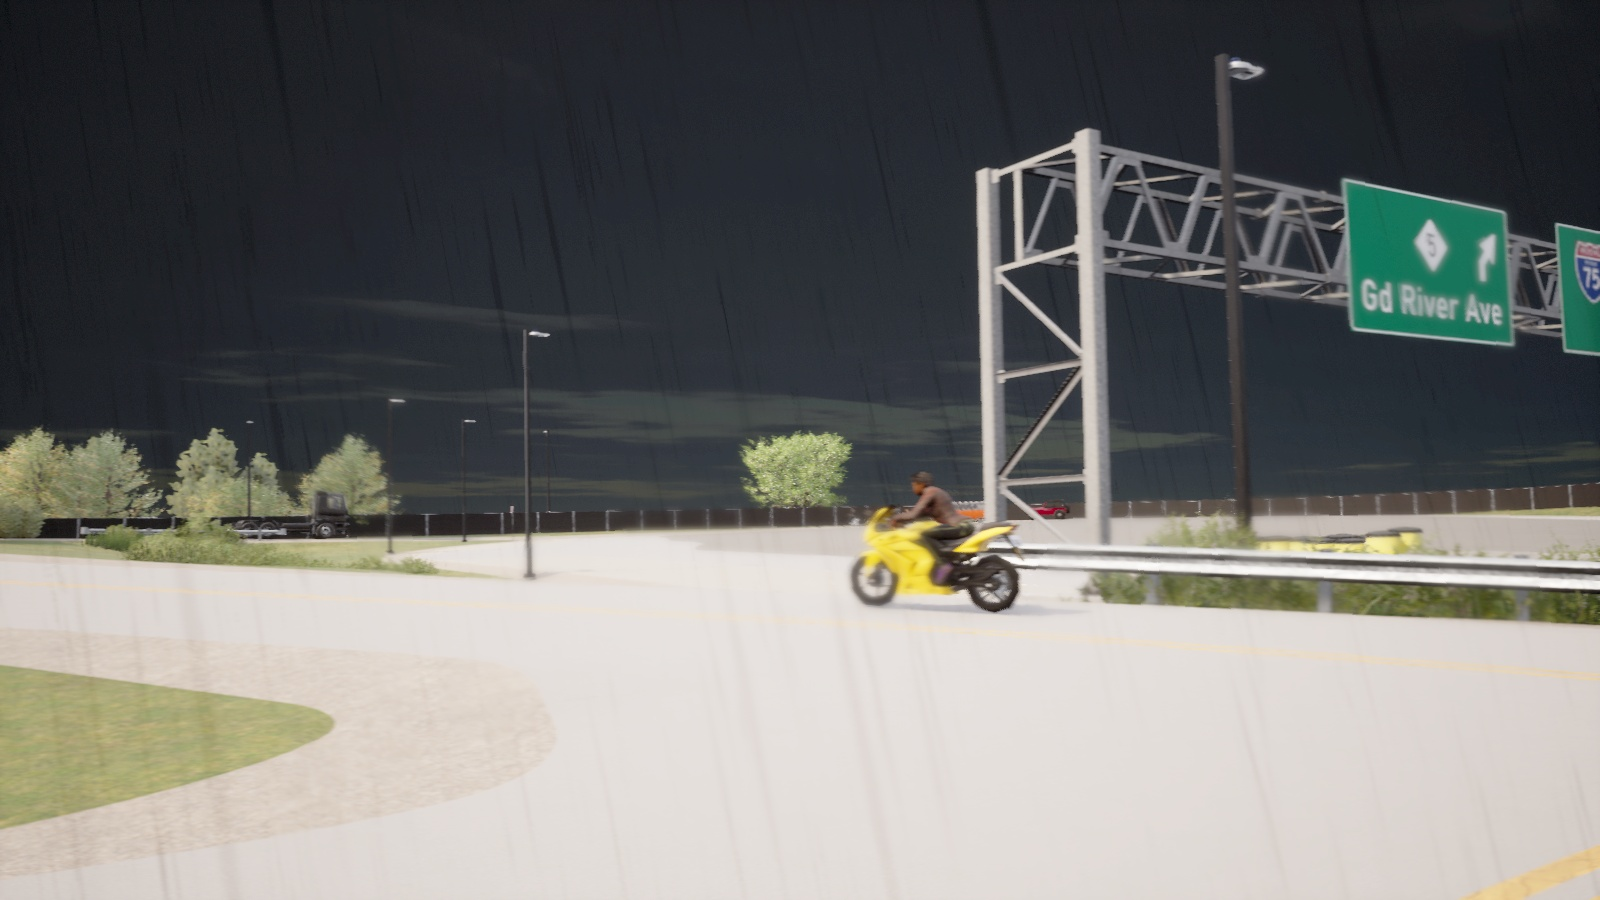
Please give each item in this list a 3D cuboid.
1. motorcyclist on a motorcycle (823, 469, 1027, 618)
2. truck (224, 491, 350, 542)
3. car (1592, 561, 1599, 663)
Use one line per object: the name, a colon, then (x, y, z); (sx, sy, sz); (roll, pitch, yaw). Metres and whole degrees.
motorcyclist on a motorcycle: (1.347, 0.988, 13.675); (2.044, 1.523, 0.797); (-1, -2, 29)
truck: (-36.554, 4.819, 89.598); (7.936, 3.462, 2.891); (2, -5, -30)
car: (12.134, 2.178, 16.713); (1.481, 1.376, 2.207); (1, -3, -32)
